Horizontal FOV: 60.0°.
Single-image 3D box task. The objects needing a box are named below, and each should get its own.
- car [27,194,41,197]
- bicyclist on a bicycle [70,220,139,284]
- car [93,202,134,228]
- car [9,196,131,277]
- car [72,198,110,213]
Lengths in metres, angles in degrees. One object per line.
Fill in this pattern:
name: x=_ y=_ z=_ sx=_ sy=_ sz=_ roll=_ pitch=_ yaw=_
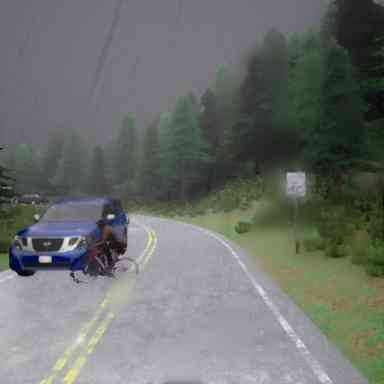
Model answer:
car: x=-21.193 y=1.001 z=43.893 sx=5.008 sy=1.535 sz=1.882 roll=3 pitch=-3 yaw=23
bicyclist on a bicycle: x=-2.114 y=1.496 z=8.174 sx=1.656 sy=1.620 sz=0.582 roll=2 pitch=8 yaw=-13
car: x=-5.582 y=1.509 z=23.049 sx=2.033 sy=1.411 sz=5.357 roll=2 pitch=0 yaw=-21
car: x=-3.510 y=1.229 z=10.686 sx=2.150 sy=2.045 sz=5.566 roll=0 pitch=0 yaw=0
car: x=-11.448 y=1.500 z=37.522 sx=4.718 sy=1.301 sz=1.895 roll=2 pitch=-2 yaw=44
